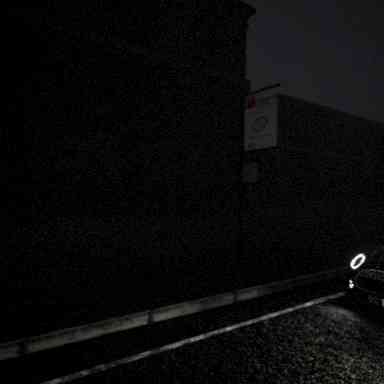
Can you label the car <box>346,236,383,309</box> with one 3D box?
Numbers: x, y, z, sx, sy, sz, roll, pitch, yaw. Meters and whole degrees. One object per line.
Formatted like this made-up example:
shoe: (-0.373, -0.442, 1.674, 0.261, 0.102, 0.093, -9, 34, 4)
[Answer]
car: (5.339, 1.411, 7.186, 4.553, 1.767, 2.097, 0, 0, -36)
